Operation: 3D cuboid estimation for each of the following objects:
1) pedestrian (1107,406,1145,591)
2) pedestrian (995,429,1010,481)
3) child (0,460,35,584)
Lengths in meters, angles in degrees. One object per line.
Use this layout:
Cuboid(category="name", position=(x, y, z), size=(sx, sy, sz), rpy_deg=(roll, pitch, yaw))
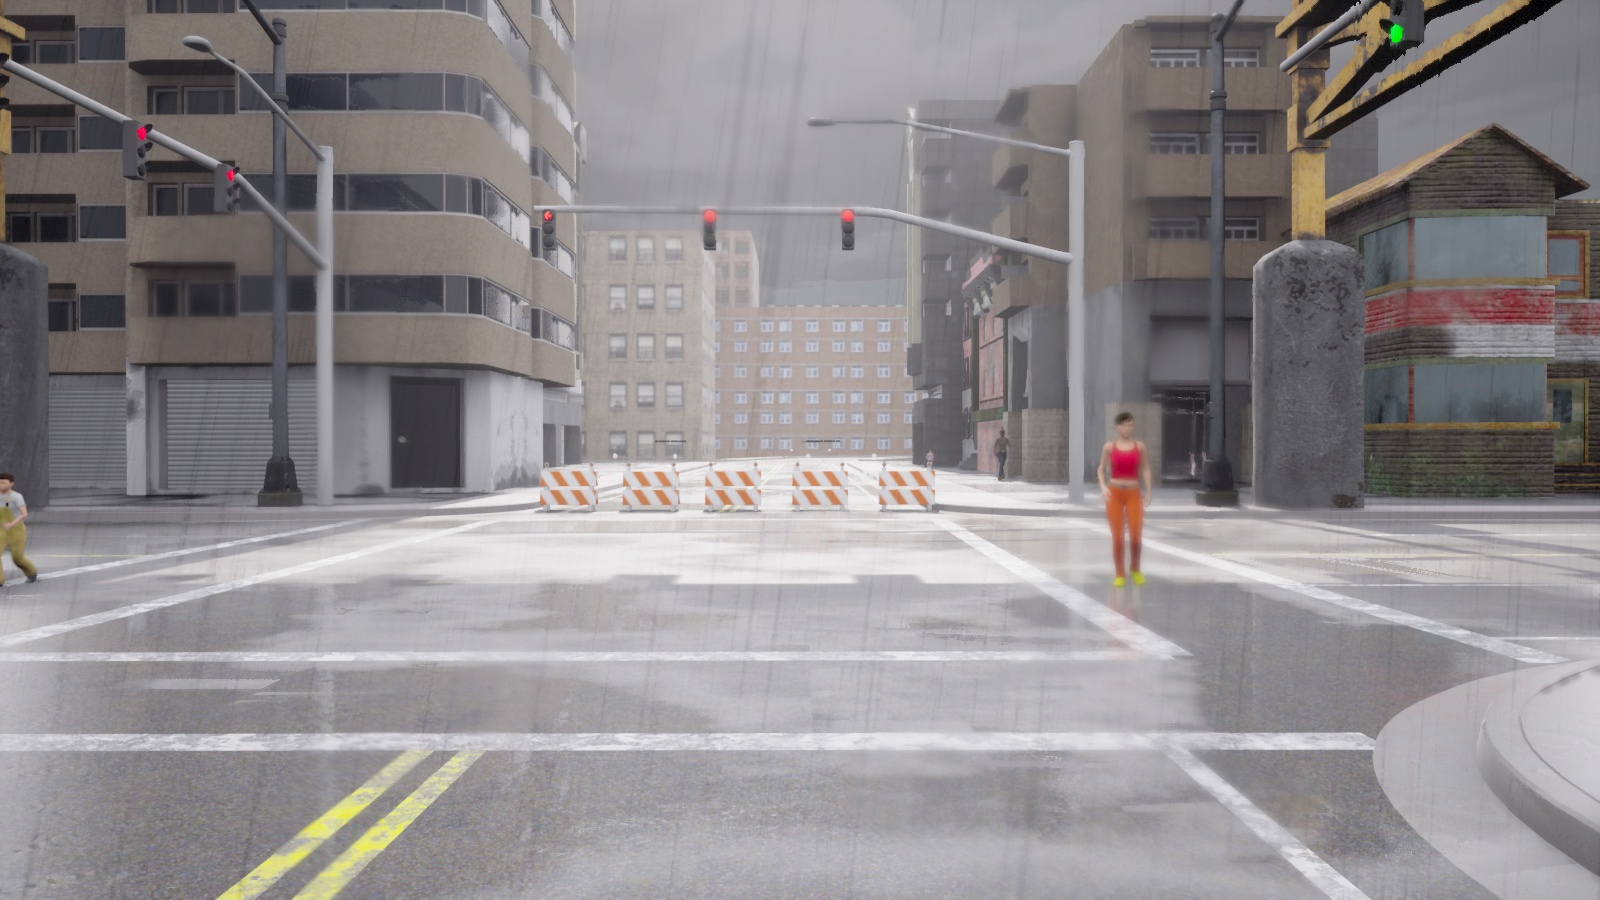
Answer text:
Cuboid(category="pedestrian", position=(3.312, 0.477, 12.782), size=(0.345, 1.836, 0.594), rpy_deg=(0, 0, 11))
Cuboid(category="pedestrian", position=(7.152, 0.166, 44.390), size=(0.328, 1.805, 0.869), rpy_deg=(0, 0, -6))
Cuboid(category="child", position=(-8.255, 0.741, 13.103), size=(0.270, 1.263, 0.437), rpy_deg=(0, 0, 0))
